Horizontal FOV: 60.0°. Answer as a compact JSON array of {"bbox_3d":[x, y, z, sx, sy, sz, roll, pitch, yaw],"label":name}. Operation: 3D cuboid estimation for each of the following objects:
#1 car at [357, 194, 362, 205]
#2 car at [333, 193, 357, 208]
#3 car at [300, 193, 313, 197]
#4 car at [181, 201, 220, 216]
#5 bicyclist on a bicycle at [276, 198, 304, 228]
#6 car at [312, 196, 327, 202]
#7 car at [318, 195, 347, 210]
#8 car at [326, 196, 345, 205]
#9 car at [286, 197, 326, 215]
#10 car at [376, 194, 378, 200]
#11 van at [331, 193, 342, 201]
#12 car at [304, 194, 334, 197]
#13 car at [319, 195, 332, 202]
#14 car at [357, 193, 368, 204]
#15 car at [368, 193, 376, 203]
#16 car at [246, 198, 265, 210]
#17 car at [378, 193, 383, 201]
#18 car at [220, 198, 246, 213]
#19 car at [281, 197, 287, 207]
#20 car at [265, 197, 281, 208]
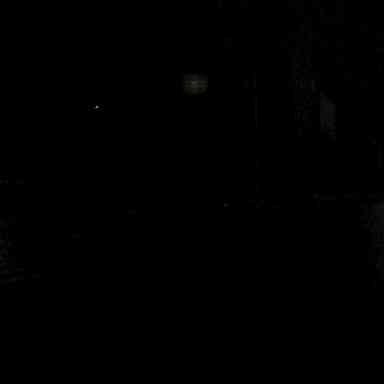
[{"bbox_3d":[23.702,1.377,49.983,1.947,1.339,4.313,0,0,35],"label":"car"},{"bbox_3d":[20.486,1.136,45.352,2.192,1.841,5.009,0,0,35],"label":"car"},{"bbox_3d":[19.918,1.415,59.484,1.887,1.381,4.507,0,0,35],"label":"car"},{"bbox_3d":[0.627,1.524,31.685,1.802,1.307,4.206,0,0,35],"label":"car"},{"bbox_3d":[5.360,1.177,18.359,1.656,1.620,0.582,-1,0,35],"label":"bicyclist on a bicycle"},{"bbox_3d":[26.350,1.418,68.750,1.947,1.339,4.313,0,0,35],"label":"car"},{"bbox_3d":[17.272,1.377,40.719,1.887,1.381,4.507,0,0,35],"label":"car"},{"bbox_3d":[23.285,1.353,53.893,1.812,1.442,4.674,-1,0,35],"label":"car"},{"bbox_3d":[10.843,1.424,31.453,1.947,1.339,4.313,0,0,35],"label":"car"},{"bbox_3d":[36.658,1.302,68.653,1.752,1.417,4.829,-1,0,35],"label":"car"},{"bbox_3d":[35.992,1.185,82.650,1.690,1.788,3.998,-1,0,35],"label":"van"},{"bbox_3d":[17.421,1.336,45.441,2.128,1.511,4.902,-1,0,35],"label":"car"},{"bbox_3d":[29.564,1.426,73.382,1.802,1.307,4.206,0,0,35],"label":"car"},{"bbox_3d":[26.915,1.117,54.617,2.192,1.841,5.009,0,0,35],"label":"car"},{"bbox_3d":[33.346,1.099,63.882,2.192,1.841,5.009,0,0,35],"label":"car"},{"bbox_3d":[7.057,1.495,40.951,1.802,1.307,4.206,0,0,35],"label":"car"},{"bbox_3d":[42.991,1.358,77.778,1.802,1.307,4.206,-1,0,35],"label":"car"},{"bbox_3d":[3.841,1.366,36.318,1.967,1.590,4.097,0,0,35],"label":"car"},{"bbox_3d":[13.488,1.455,50.218,1.947,1.339,4.313,0,0,35],"label":"car"},{"bbox_3d":[10.175,1.426,45.444,1.752,1.417,4.829,0,0,35],"label":"car"}]
